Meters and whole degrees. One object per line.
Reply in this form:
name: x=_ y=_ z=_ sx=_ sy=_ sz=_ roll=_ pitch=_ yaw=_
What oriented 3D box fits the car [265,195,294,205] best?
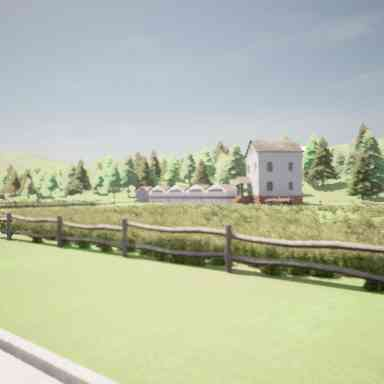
car: x=14.575 y=1.430 z=55.650 sx=4.605 sy=1.855 sz=1.932 roll=-1 pitch=0 yaw=35
